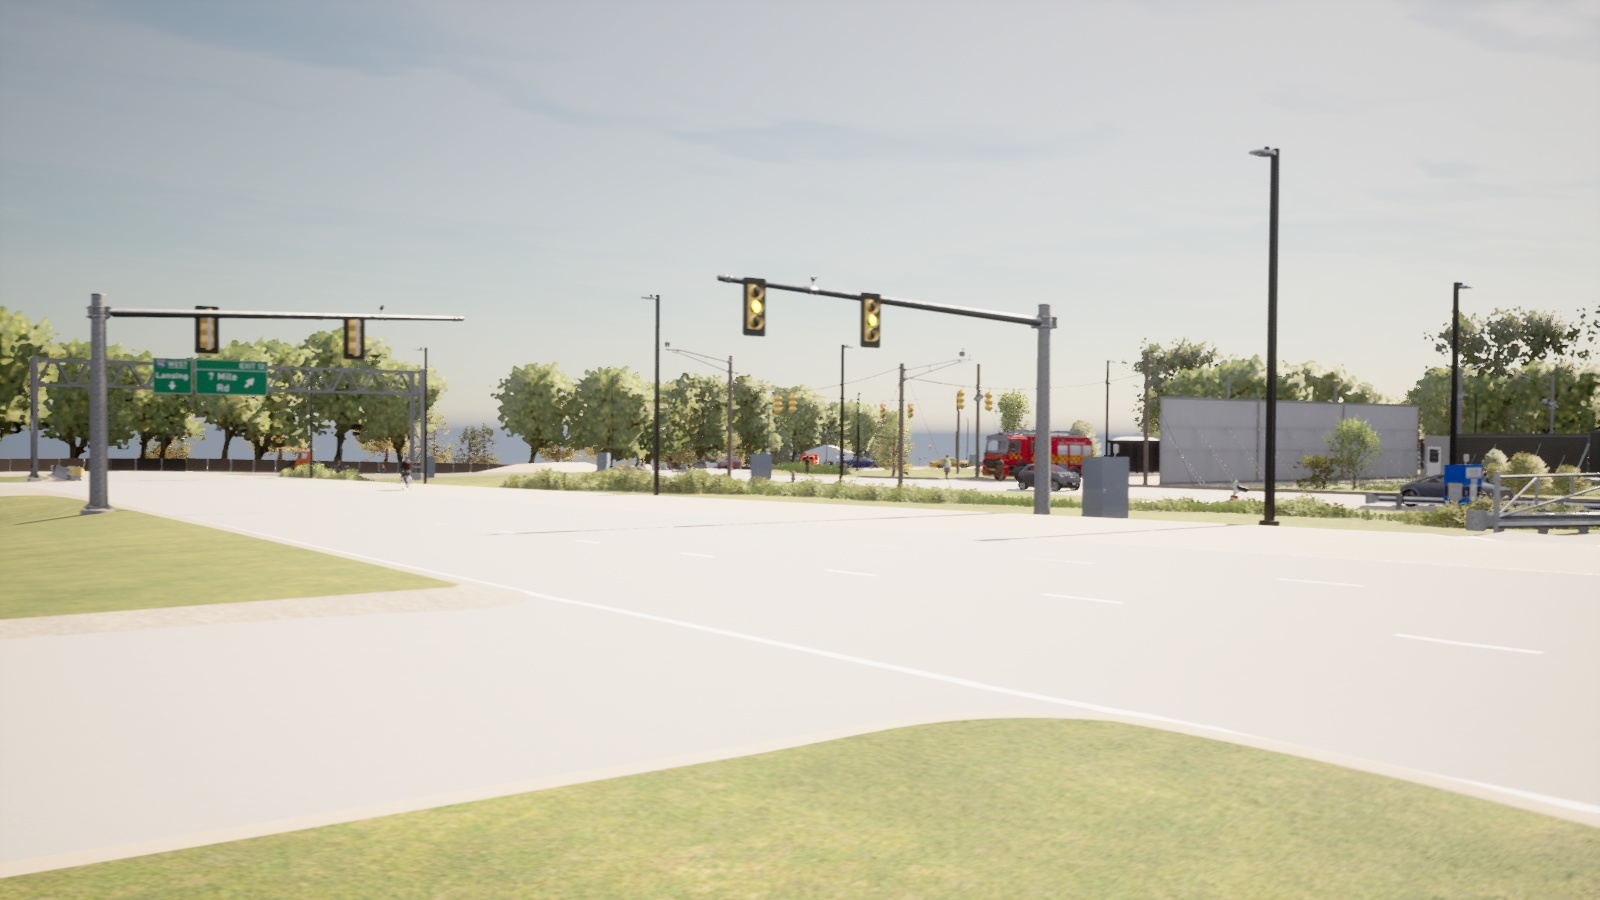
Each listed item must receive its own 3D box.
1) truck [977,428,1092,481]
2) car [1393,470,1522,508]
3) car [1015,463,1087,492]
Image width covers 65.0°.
[{"bbox_3d":[17.530,0.357,93.711,8.468,3.827,2.891,0,0,-29],"label":"truck"},{"bbox_3d":[26.572,1.534,50.864,1.994,1.385,4.181,0,0,-35],"label":"car"},{"bbox_3d":[13.867,1.479,69.561,1.845,1.501,3.633,0,0,-34],"label":"car"}]
